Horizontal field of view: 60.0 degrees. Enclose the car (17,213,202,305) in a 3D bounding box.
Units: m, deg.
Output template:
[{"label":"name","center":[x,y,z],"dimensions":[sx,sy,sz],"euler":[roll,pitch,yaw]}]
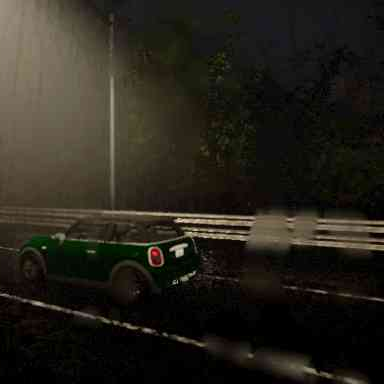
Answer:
[{"label":"car","center":[-2.121,1.315,8.140],"dimensions":[4.553,1.767,2.097],"euler":[0,0,29]}]
